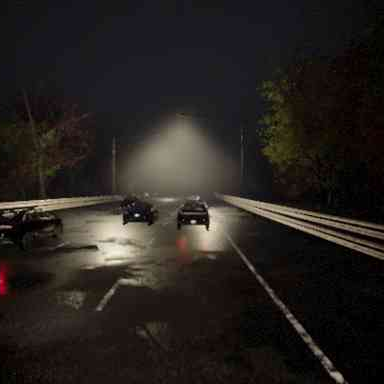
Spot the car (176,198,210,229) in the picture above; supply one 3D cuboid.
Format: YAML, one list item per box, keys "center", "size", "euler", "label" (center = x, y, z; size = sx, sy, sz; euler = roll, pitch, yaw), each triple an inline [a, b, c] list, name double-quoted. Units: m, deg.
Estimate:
- center: [0.080, 1.361, 20.272]
  size: [2.128, 1.511, 4.902]
  euler: [0, 0, 0]
  label: "car"

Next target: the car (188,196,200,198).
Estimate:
- center: [0.220, 1.235, 38.179]
  size: [2.128, 1.511, 4.902]
  euler: [0, 0, 1]
  label: "car"

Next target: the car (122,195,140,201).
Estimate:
- center: [-6.514, 1.153, 36.462]
  size: [1.812, 1.442, 4.674]
  euler: [11, -1, 0]
  label: "car"

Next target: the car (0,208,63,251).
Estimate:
- center: [-6.920, 1.387, 13.582]
  size: [2.128, 1.511, 4.902]
  euler: [0, 0, 0]
  label: "car"

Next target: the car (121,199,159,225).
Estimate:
- center: [-3.411, 1.409, 22.635]
  size: [1.994, 1.385, 4.181]
  euler: [0, 0, 0]
  label: "car"
